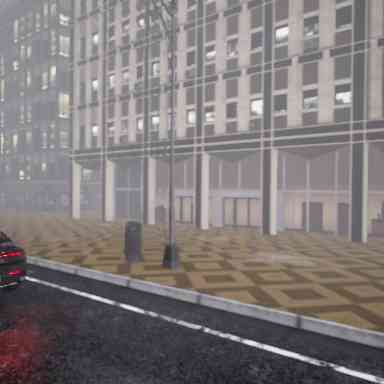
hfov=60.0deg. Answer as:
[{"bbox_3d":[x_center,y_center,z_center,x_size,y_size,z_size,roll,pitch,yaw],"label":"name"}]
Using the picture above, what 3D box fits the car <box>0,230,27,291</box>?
[{"bbox_3d":[-5.717,1.470,7.712,4.892,1.490,1.837,-1,-1,36],"label":"car"}]
